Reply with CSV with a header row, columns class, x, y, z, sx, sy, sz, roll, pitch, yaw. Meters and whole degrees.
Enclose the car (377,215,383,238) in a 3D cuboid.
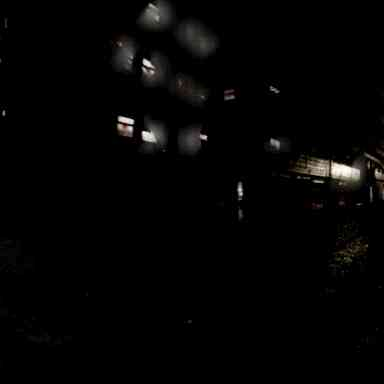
class,x,y,z,sx,sy,sz,roll,pitch,yaw
car,10.216,1.446,16.200,1.887,1.381,4.507,0,0,36
